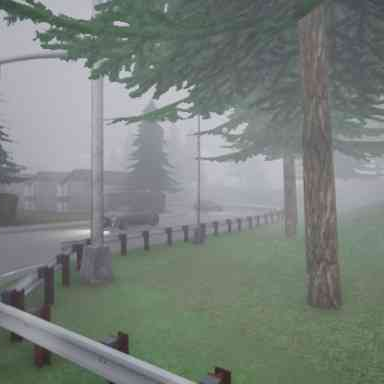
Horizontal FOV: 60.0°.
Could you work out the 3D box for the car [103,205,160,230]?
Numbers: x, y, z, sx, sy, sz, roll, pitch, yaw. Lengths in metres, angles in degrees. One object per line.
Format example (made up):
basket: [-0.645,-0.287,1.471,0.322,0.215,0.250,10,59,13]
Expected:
car: [-3.929,1.526,20.744,1.994,1.385,4.181,0,0,35]

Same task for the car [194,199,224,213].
car: [1.838,1.521,37.130,1.994,1.385,4.181,0,0,-25]
